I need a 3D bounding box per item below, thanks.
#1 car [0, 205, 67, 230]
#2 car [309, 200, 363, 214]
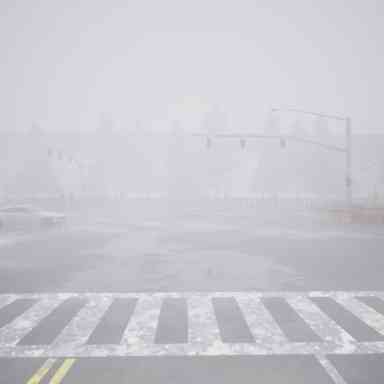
[{"bbox_3d":[-10.173,1.522,20.503,4.674,1.442,1.812,0,0,-2],"label":"car"},{"bbox_3d":[15.416,1.542,35.488,5.357,1.411,2.033,0,0,-2],"label":"car"}]
